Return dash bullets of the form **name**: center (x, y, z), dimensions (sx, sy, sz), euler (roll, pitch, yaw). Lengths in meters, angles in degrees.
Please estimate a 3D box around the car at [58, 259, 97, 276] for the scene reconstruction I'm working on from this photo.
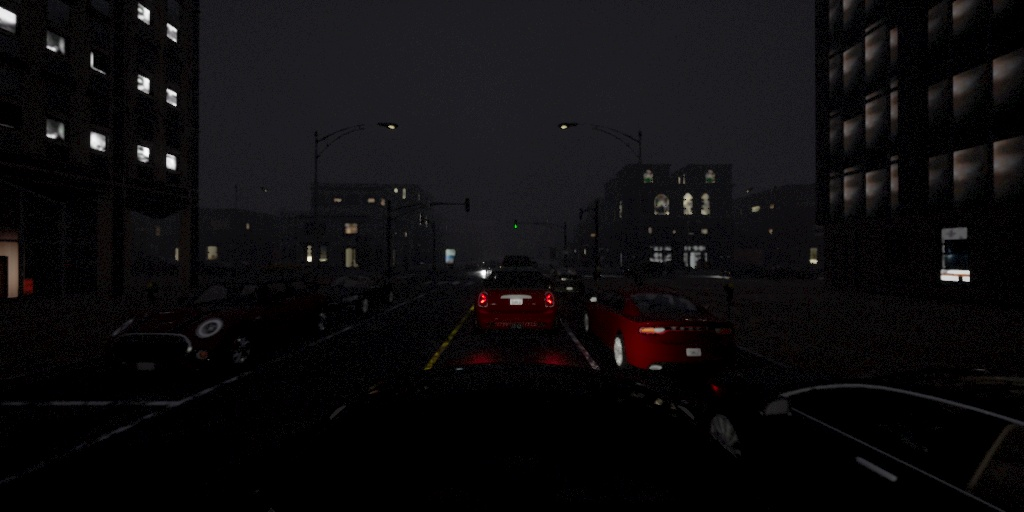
- **car**: center (-36.485, 1.093, 31.505), dimensions (4.403, 1.370, 2.007), euler (0, 0, 1)

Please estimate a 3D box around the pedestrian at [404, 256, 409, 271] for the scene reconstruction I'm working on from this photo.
- **pedestrian**: center (-12.547, 0.834, 42.464), dimensions (0.375, 1.860, 0.375), euler (0, 0, 1)

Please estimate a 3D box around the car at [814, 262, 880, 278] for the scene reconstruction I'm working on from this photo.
- **car**: center (33.732, 1.396, 36.200), dimensions (4.892, 1.490, 1.837), euler (0, 0, 1)

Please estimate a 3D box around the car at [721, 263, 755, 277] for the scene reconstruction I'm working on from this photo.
- **car**: center (23.636, 1.404, 36.358), dimensions (4.181, 1.385, 1.994), euler (0, 0, 2)

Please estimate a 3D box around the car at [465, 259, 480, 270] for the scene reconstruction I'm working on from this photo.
- **car**: center (-5.684, 1.277, 51.331), dimensions (1.802, 1.307, 4.207), euler (0, 0, 0)

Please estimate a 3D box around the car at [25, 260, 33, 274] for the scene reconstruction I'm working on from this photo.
- **car**: center (-42.020, 1.065, 31.591), dimensions (4.507, 1.381, 1.888), euler (0, 0, 1)

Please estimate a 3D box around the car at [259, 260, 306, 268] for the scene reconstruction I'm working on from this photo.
- **car**: center (-25.449, 1.150, 39.715), dimensions (4.829, 1.417, 1.751), euler (0, 0, 1)

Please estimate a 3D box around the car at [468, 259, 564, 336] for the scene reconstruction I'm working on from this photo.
- **car**: center (0.101, 1.092, 10.550), dimensions (2.097, 1.767, 4.553), euler (0, 0, 0)

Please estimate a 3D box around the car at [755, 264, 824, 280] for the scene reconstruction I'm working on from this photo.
- **car**: center (23.646, 1.398, 30.537), dimensions (4.207, 1.307, 1.802), euler (0, 0, 1)

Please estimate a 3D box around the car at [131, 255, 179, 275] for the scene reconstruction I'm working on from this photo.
- **car**: center (-30.948, 0.880, 31.419), dimensions (5.009, 1.841, 2.192), euler (0, 0, 1)

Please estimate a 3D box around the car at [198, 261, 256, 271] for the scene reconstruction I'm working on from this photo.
- **car**: center (-25.412, 1.140, 31.333), dimensions (4.403, 1.370, 2.007), euler (0, 0, 1)

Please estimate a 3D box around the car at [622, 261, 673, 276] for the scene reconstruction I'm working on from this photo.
- **car**: center (13.790, 1.296, 36.510), dimensions (4.892, 1.490, 1.837), euler (0, 0, 1)

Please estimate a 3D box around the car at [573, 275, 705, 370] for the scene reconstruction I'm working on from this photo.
- **car**: center (2.691, 1.288, 7.542), dimensions (1.888, 1.381, 4.507), euler (0, 0, 0)

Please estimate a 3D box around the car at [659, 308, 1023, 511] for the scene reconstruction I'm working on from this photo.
- **car**: center (2.690, 1.300, 1.851), dimensions (2.007, 1.370, 4.403), euler (0, 0, 0)

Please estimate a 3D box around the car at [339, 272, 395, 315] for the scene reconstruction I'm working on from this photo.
- **car**: center (-5.689, 1.287, 13.253), dimensions (2.007, 1.370, 4.403), euler (0, 0, 0)

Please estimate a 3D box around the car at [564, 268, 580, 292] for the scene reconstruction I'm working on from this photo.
- **car**: center (2.693, 1.281, 18.926), dimensions (2.007, 1.370, 4.403), euler (0, 0, 0)

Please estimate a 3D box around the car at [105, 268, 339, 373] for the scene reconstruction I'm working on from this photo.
- **car**: center (-5.689, 1.183, 7.560), dimensions (1.967, 1.591, 4.097), euler (0, 0, 0)

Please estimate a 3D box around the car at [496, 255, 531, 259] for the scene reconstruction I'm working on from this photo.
- **car**: center (0.471, 0.946, 24.843), dimensions (2.150, 2.045, 5.566), euler (0, 0, 5)

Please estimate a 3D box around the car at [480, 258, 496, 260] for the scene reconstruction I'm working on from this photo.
- **car**: center (-3.067, 1.297, 50.185), dimensions (1.895, 1.301, 4.718), euler (0, 0, -1)
